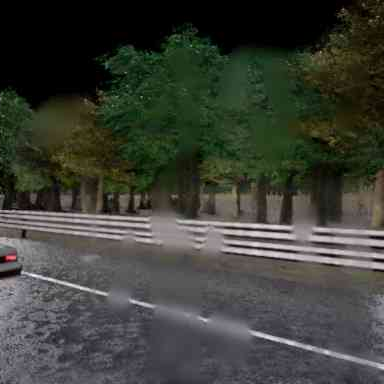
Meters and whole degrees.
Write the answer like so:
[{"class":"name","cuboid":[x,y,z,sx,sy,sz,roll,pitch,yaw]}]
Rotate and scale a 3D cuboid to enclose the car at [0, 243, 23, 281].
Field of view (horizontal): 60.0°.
[{"class":"car","cuboid":[-6.536,1.593,8.653,5.357,1.411,2.033,0,0,35]}]
